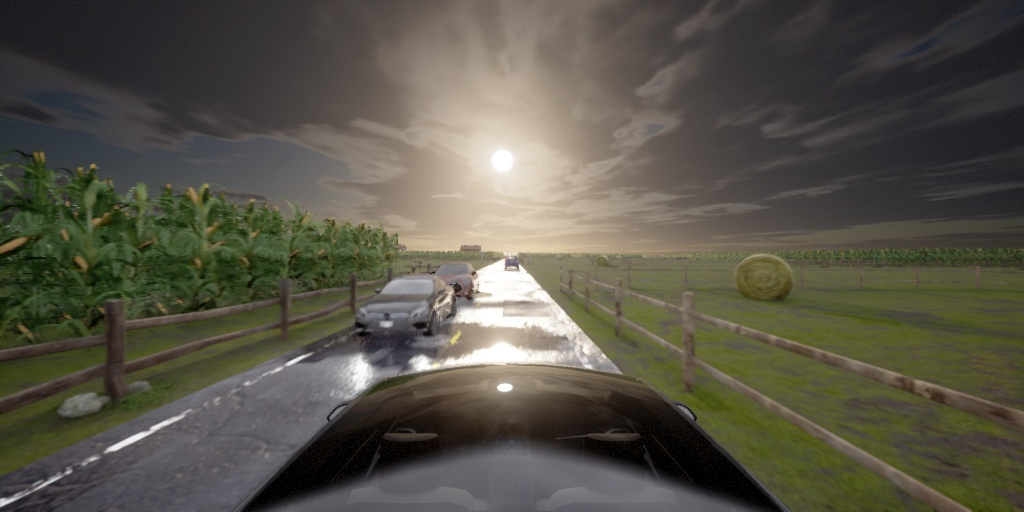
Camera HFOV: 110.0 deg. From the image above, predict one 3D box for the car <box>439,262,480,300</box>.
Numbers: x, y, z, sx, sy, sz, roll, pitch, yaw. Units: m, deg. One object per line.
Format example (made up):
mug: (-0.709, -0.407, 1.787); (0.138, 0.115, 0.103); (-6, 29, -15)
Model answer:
car: (-2.764, 1.099, 17.480); (2.097, 1.767, 4.553); (0, 0, 0)

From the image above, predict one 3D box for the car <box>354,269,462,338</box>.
car: (-2.782, 1.274, 10.340); (1.812, 1.442, 4.674); (0, 0, 1)

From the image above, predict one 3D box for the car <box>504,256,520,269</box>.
car: (-0.023, 0.949, 55.648); (2.150, 2.045, 5.566); (0, 0, 0)
